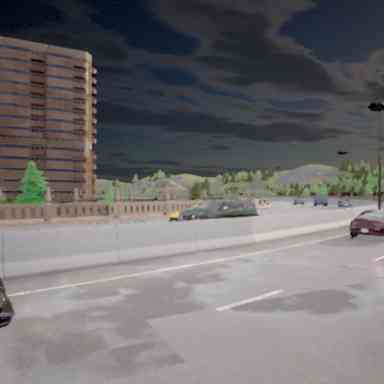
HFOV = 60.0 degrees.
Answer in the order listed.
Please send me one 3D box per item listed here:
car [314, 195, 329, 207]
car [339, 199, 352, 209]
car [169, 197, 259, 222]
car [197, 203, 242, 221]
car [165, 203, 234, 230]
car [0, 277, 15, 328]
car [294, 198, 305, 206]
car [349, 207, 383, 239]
[{"bbox_3d":[22.876,1.603,58.892,2.150,2.045,5.566,0,0,20],"label":"car"},{"bbox_3d":[23.980,1.829,52.026,2.128,1.511,4.902,0,0,23],"label":"car"},{"bbox_3d":[1.645,1.349,19.300,5.566,2.045,2.150,0,0,-44],"label":"car"},{"bbox_3d":[2.599,1.767,30.472,1.994,1.385,4.181,0,0,41],"label":"car"},{"bbox_3d":[0.623,1.633,23.215,1.882,1.535,5.008,0,0,44],"label":"car"},{"bbox_3d":[-5.383,1.580,4.296,5.357,1.411,2.033,0,0,-35],"label":"car"},{"bbox_3d":[21.658,1.937,67.283,1.837,1.490,4.892,0,0,13],"label":"car"},{"bbox_3d":[9.676,1.638,17.210,1.812,1.442,4.674,0,0,44],"label":"car"}]
